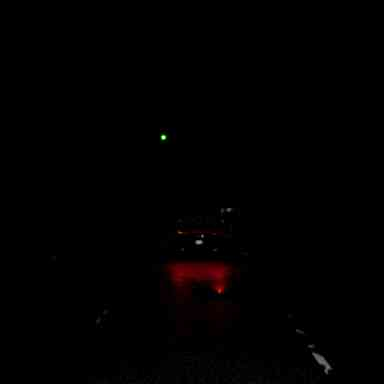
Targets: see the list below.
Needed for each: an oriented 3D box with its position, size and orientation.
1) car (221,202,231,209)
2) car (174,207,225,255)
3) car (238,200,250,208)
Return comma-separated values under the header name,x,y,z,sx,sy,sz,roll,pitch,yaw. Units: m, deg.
name,x,y,z,sx,sy,sz,roll,pitch,yaw
car,7.673,2.973,74.655,1.812,1.442,4.674,0,-2,16
car,0.381,1.622,14.097,1.882,1.535,5.008,0,0,3
car,11.911,2.712,76.484,2.097,1.767,4.553,0,-2,19
